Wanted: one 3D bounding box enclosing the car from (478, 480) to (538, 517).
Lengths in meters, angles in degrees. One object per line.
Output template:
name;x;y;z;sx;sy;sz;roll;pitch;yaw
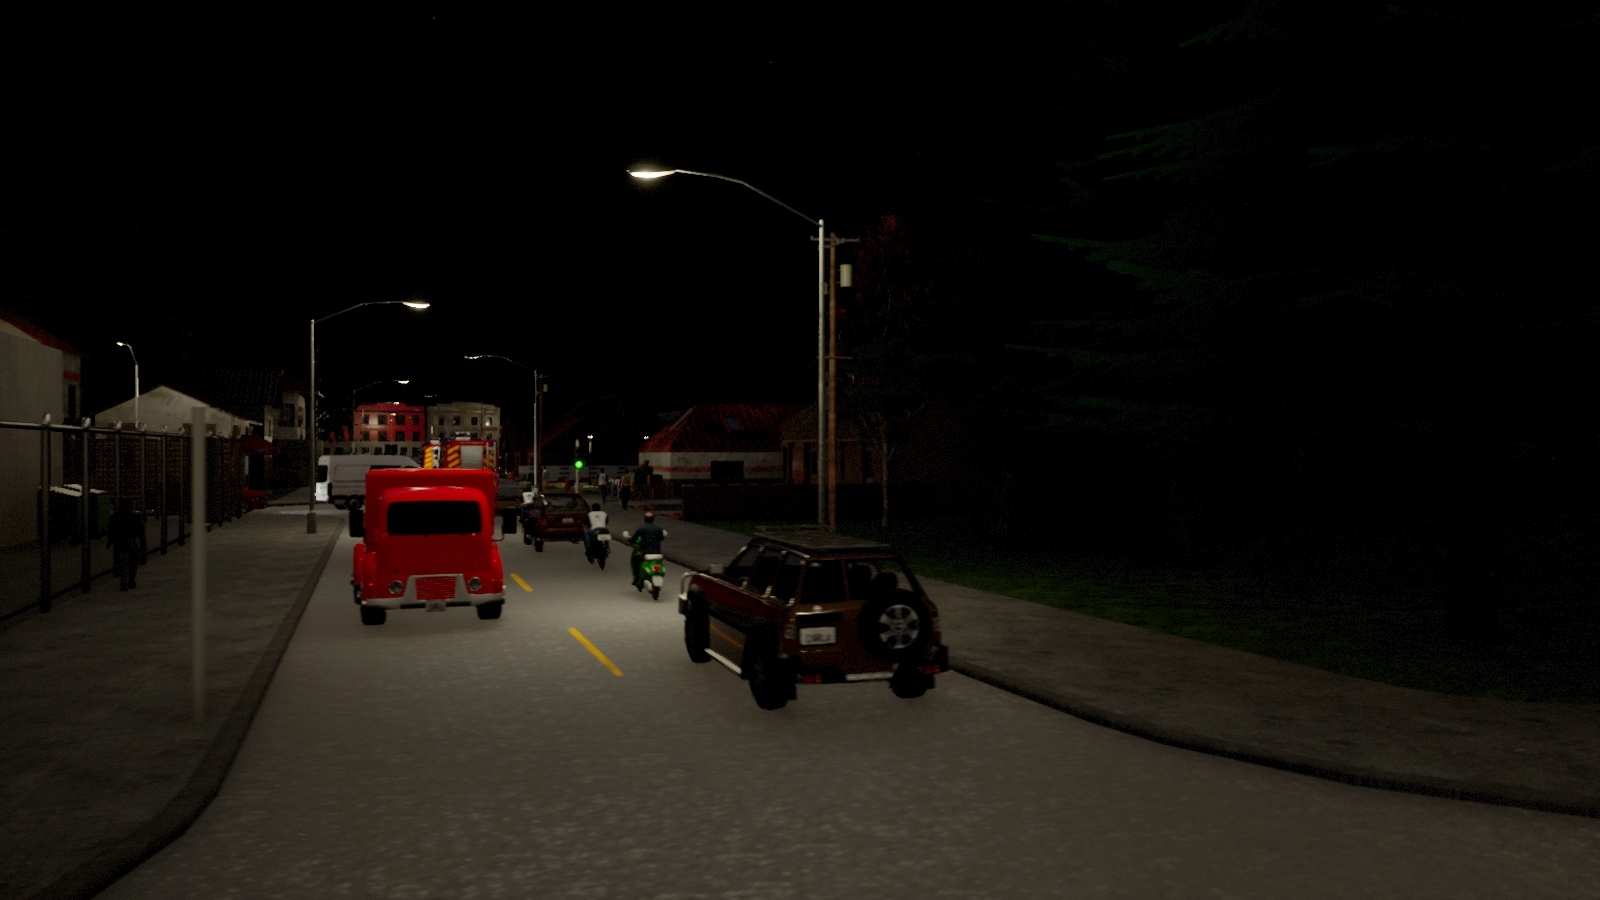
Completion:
car;-11.929;1.928;46.439;1.895;1.301;4.718;0;0;-20

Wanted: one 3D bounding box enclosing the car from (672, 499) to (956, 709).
car;-0.056;1.643;13.899;1.932;1.855;4.605;0;0;-20

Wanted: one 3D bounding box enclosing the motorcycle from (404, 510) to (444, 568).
motorcycle;-8.528;1.989;25.868;0.803;1.145;2.033;0;0;-20

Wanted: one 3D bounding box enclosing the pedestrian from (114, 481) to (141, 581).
pedestrian;-12.736;1.521;21.640;0.375;1.860;0.375;0;0;-20

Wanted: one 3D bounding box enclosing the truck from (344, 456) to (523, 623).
truck;-6.475;1.345;19.971;2.627;2.467;5.204;0;0;-20

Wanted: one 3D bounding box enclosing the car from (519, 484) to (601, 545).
car;-6.957;1.800;32.869;1.789;1.549;3.705;0;0;-20
